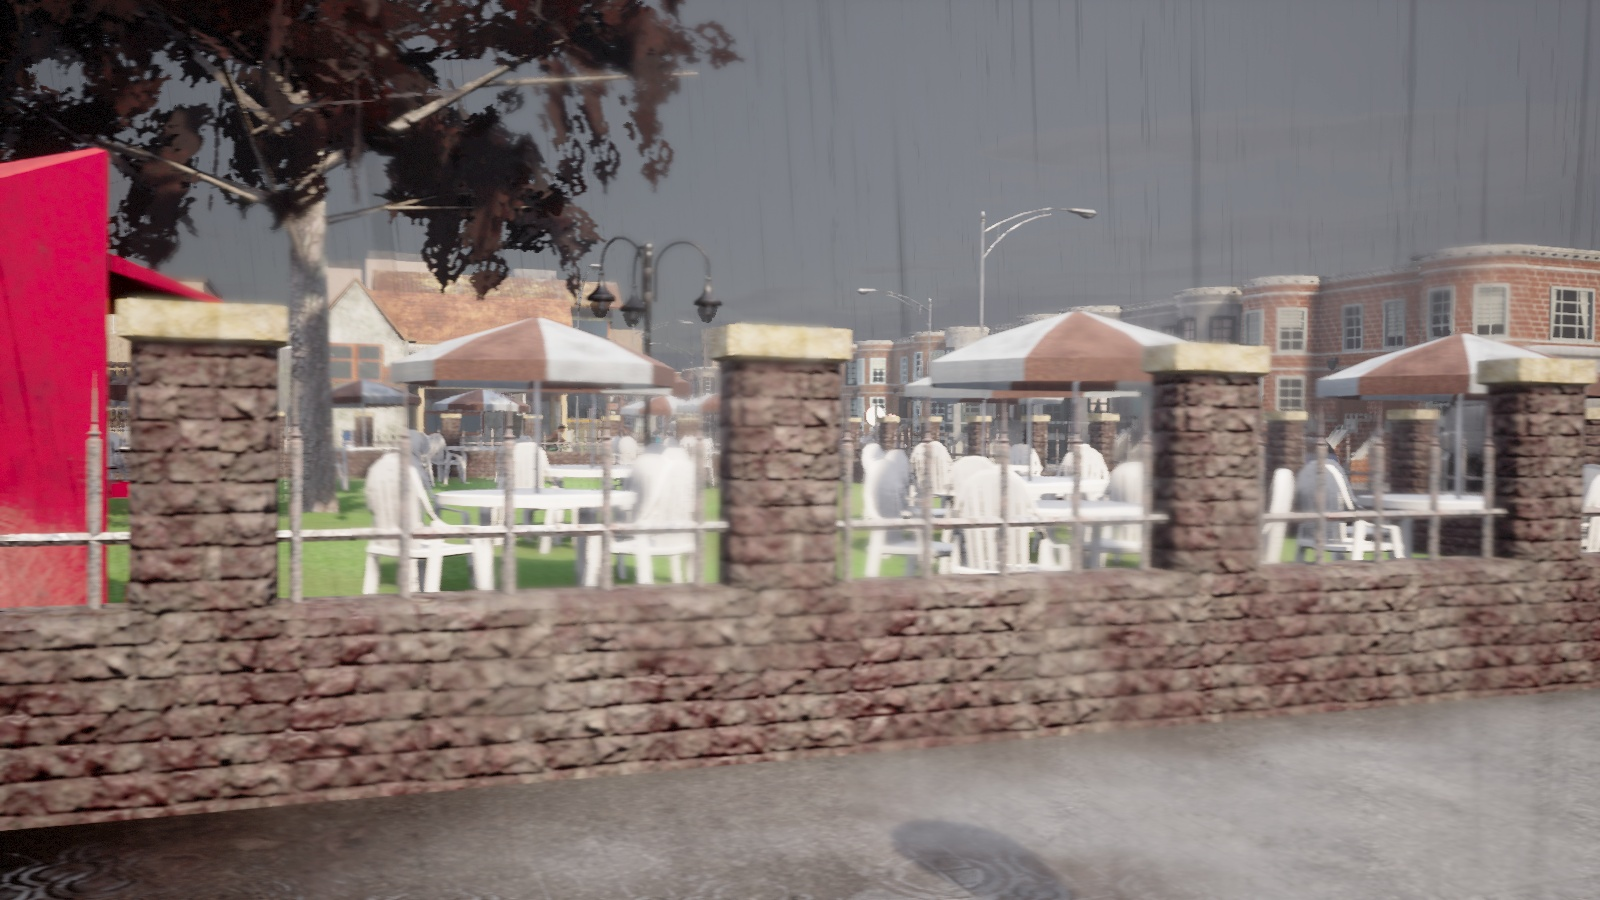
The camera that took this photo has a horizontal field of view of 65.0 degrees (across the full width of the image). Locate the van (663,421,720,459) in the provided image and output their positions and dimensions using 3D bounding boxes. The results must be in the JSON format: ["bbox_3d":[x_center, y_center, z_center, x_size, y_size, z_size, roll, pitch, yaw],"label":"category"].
[{"bbox_3d":[-6.131,-0.559,70.483,2.069,2.038,4.480,-1,1,-21],"label":"van"}]

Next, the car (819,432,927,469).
[{"bbox_3d":[3.064,-0.026,51.522,2.033,1.411,5.357,0,1,33],"label":"car"}]

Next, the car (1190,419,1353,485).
[{"bbox_3d":[12.315,0.025,33.079,1.851,1.617,3.988,-1,1,-21],"label":"car"}]

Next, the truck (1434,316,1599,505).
[{"bbox_3d":[16.093,-0.735,23.168,2.891,3.462,7.936,-1,1,-21],"label":"truck"}]
